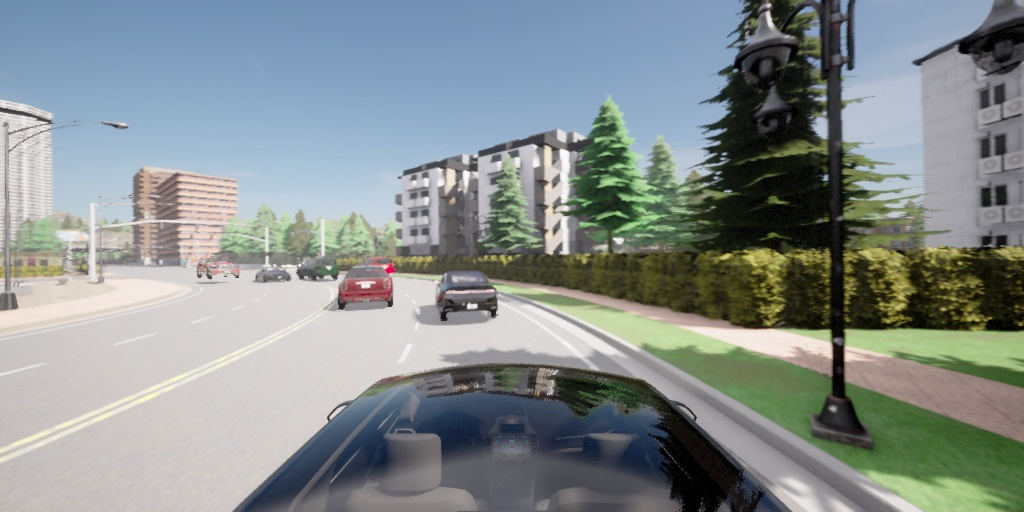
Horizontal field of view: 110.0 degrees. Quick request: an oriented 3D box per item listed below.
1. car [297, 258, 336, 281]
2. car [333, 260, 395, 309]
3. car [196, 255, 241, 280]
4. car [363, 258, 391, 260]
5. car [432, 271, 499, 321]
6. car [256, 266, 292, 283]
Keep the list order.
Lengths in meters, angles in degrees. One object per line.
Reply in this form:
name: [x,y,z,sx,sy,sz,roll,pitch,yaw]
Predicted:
car: [-18.473,1.248,34.116,5.566,2.045,2.150,-1,0,42]
car: [-6.404,1.201,16.016,2.097,1.767,4.553,-1,0,-19]
car: [-25.519,0.957,31.087,5.566,2.045,2.150,-1,0,38]
car: [-12.919,1.173,33.543,2.150,2.045,5.566,0,0,-42]
car: [-1.746,1.276,12.852,2.128,1.511,4.902,-1,0,-14]
car: [-21.166,1.624,31.796,4.181,1.385,1.994,-1,0,43]
